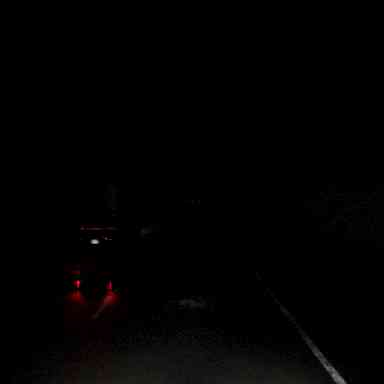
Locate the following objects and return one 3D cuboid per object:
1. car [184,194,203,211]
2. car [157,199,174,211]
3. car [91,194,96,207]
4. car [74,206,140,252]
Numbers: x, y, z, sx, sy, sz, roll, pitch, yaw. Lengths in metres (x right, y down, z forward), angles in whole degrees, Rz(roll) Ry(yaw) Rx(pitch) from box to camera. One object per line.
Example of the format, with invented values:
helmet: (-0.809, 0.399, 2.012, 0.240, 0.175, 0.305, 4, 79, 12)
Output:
car: (0.163, 1.306, 42.100, 2.150, 2.045, 5.566, 0, -1, 0)
car: (-3.334, 1.566, 42.222, 1.882, 1.535, 5.008, 0, -1, 0)
car: (-14.021, 1.309, 42.764, 2.150, 2.045, 5.566, 0, 0, 0)
car: (-3.377, 1.520, 14.006, 2.128, 1.511, 4.902, 0, 0, 0)
